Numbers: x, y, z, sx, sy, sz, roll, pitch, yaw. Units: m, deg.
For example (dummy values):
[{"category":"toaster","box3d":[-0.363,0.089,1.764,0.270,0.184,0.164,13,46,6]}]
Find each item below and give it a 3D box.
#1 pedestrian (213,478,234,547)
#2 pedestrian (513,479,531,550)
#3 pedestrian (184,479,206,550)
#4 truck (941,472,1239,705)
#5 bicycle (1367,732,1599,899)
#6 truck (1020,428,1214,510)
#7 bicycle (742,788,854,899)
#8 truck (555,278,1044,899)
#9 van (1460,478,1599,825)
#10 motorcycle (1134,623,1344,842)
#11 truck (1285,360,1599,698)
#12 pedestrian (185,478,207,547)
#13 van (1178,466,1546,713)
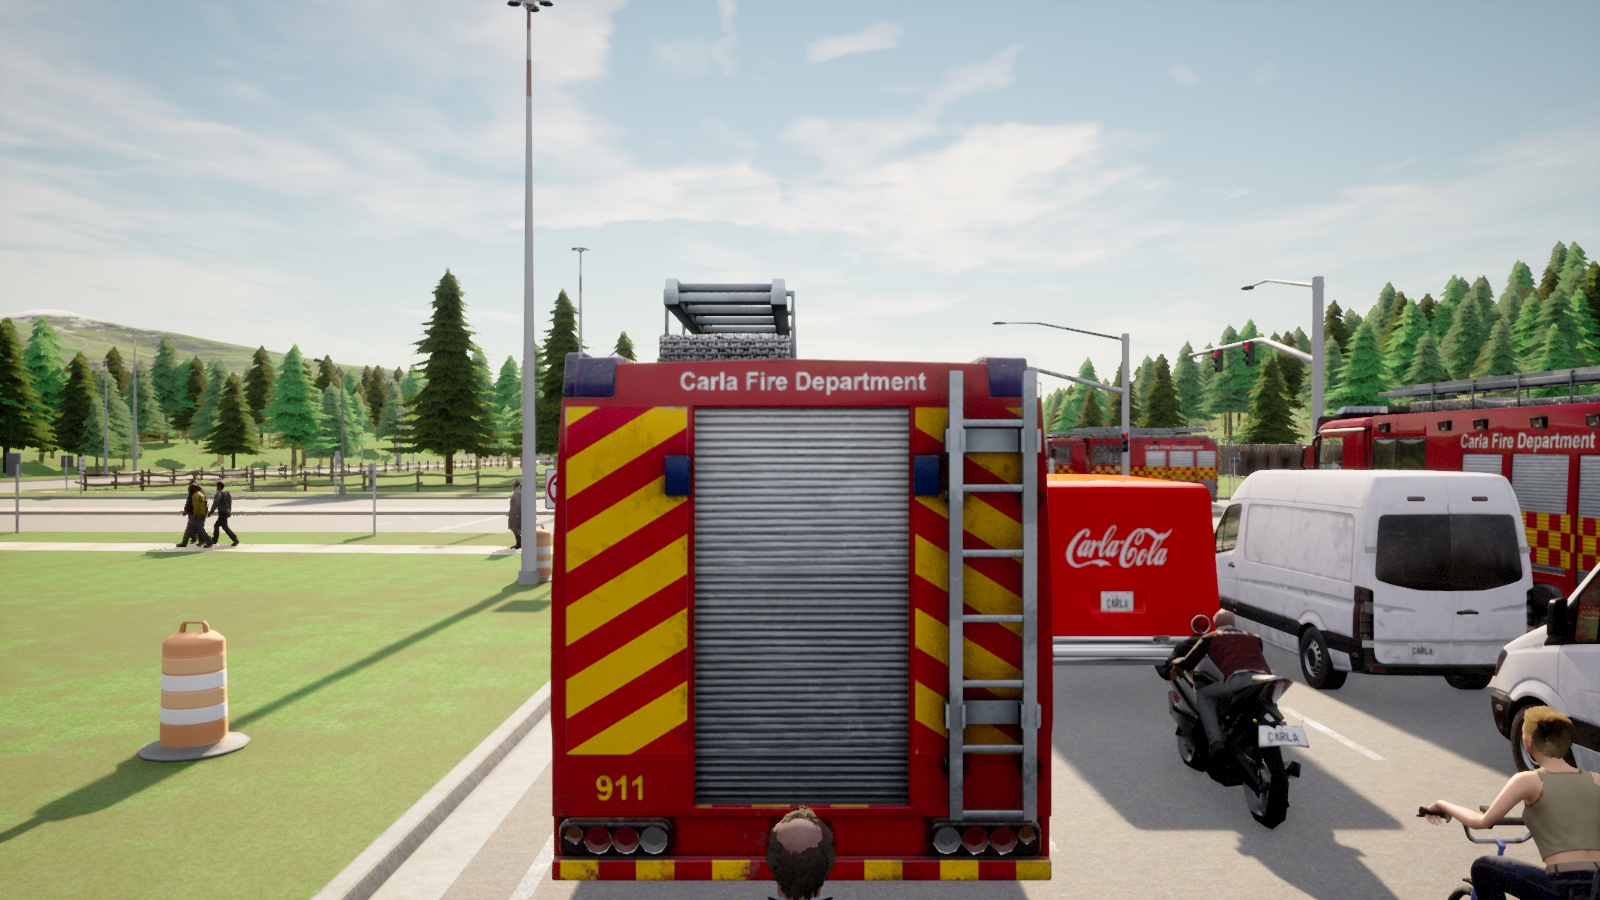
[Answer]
[{"category":"pedestrian","box3d":[-15.688,1.696,31.087,0.375,1.860,0.375,0,0,5]},{"category":"pedestrian","box3d":[-7.394,1.696,30.347,0.375,1.860,0.375,0,0,3]},{"category":"pedestrian","box3d":[-16.048,1.696,30.314,0.375,1.860,0.375,0,0,5]},{"category":"truck","box3d":[3.509,1.568,15.144,2.627,2.467,5.204,0,0,0]},{"category":"bicycle","box3d":[3.482,2.158,5.413,0.859,1.277,1.487,0,0,0]},{"category":"truck","box3d":[15.075,0.889,54.762,8.468,3.827,2.891,0,0,1]},{"category":"bicycle","box3d":[-0.006,2.060,3.542,0.329,1.471,1.835,0,0,0]},{"category":"truck","box3d":[-0.004,0.891,10.995,2.891,3.827,8.468,0,0,0]},{"category":"van","box3d":[6.995,1.534,7.434,1.988,2.561,5.915,0,0,0]},{"category":"motorcycle","box3d":[3.491,2.205,9.350,0.867,1.251,2.209,0,0,0]},{"category":"truck","box3d":[10.497,0.891,17.071,2.891,3.827,8.468,0,0,0]},{"category":"pedestrian","box3d":[-16.483,1.696,31.194,0.375,1.860,0.375,0,0,5]},{"category":"van","box3d":[6.998,1.534,15.196,1.988,2.561,5.915,0,0,0]}]
